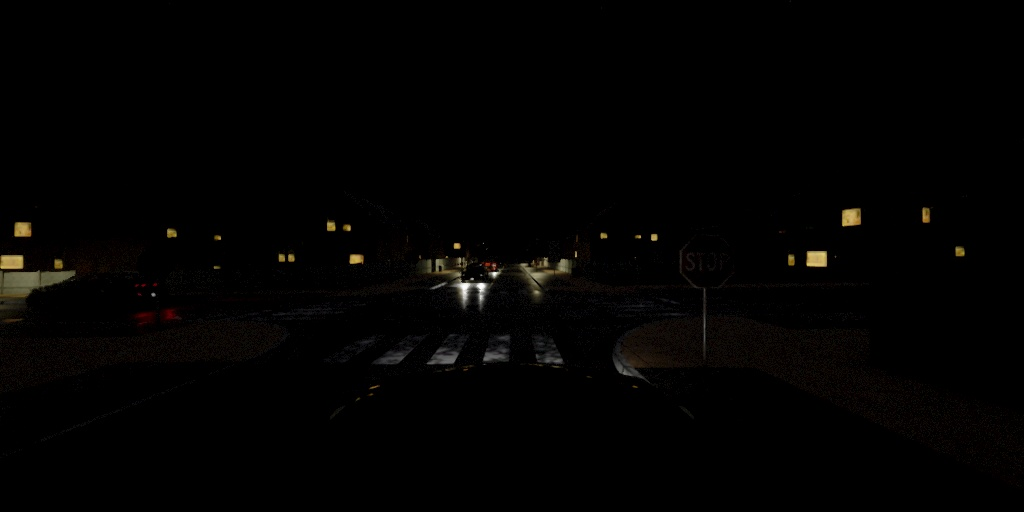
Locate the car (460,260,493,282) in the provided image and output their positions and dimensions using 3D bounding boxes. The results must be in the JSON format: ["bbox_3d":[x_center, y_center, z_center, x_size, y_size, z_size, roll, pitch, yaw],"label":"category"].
[{"bbox_3d":[-2.908,1.295,28.715,2.033,1.411,5.357,0,0,0],"label":"car"}]

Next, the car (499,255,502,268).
[{"bbox_3d":[-2.884,0.774,61.890,2.150,2.045,5.566,0,0,0],"label":"car"}]

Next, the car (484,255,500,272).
[{"bbox_3d":[-2.938,1.097,45.397,2.097,1.767,4.553,0,0,0],"label":"car"}]

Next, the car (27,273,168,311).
[{"bbox_3d":[-17.815,1.493,15.498,4.902,1.511,2.128,-1,0,2],"label":"car"}]
